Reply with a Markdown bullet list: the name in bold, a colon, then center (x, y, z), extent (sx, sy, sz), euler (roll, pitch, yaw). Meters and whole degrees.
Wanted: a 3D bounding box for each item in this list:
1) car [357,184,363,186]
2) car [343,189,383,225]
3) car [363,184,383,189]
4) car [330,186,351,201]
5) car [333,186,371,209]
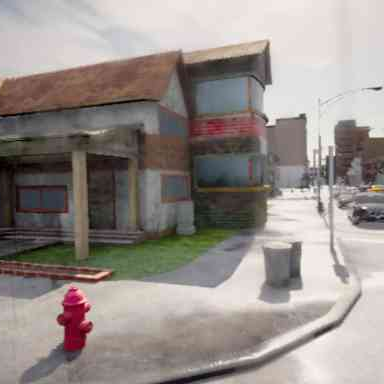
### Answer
- **car**: center (24.642, -0.387, 48.011), extent (1.812, 1.442, 4.674), euler (-1, 2, 20)
- **car**: center (9.192, 0.802, 17.270), extent (1.837, 1.490, 4.892), euler (-1, 2, 20)
- **car**: center (20.880, -0.048, 37.350), extent (1.882, 1.535, 5.008), euler (-1, 2, 20)
- **car**: center (15.839, 0.153, 35.650), extent (1.812, 1.442, 4.674), euler (-1, 2, 20)
- **car**: center (12.494, 0.511, 26.439), extent (2.033, 1.411, 5.357), euler (-1, 2, 20)
